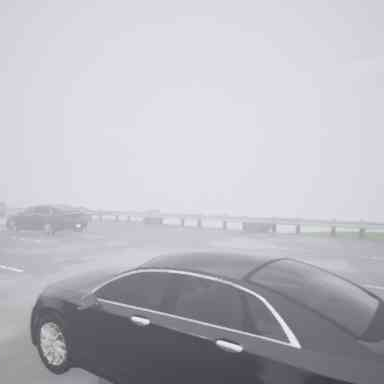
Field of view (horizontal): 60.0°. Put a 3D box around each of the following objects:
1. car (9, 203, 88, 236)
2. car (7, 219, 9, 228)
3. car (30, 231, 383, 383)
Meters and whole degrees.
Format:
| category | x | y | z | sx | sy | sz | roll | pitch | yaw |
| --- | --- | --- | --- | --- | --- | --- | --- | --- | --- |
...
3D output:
| category | x | y | z | sx | sy | sz | roll | pitch | yaw |
| --- | --- | --- | --- | --- | --- | --- | --- | --- | --- |
| car | -7.555 | 1.368 | 17.265 | 4.892 | 1.490 | 1.837 | 0 | 0 | 31 |
| car | -10.949 | 1.401 | 15.101 | 4.902 | 1.511 | 2.128 | 0 | 1 | 29 |
| car | 0.026 | 1.460 | 3.937 | 4.892 | 1.490 | 1.837 | 1 | 1 | 35 |
